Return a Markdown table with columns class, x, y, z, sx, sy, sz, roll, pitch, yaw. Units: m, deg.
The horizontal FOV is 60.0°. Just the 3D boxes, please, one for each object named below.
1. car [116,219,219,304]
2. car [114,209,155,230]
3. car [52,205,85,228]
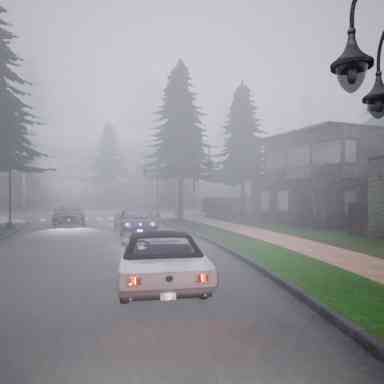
| class | x | y | z | sx | sy | sz | roll | pitch | yaw |
| --- | --- | --- | --- | --- | --- | --- | --- | --- | --- |
| car | -0.805 | 1.600 | 8.204 | 1.895 | 1.301 | 4.718 | 0 | 0 | -10 |
| car | -3.196 | 1.600 | 18.253 | 1.895 | 1.301 | 4.718 | 0 | 0 | -18 |
| car | -8.319 | 1.564 | 22.584 | 1.994 | 1.385 | 4.181 | 0 | 0 | -19 |
